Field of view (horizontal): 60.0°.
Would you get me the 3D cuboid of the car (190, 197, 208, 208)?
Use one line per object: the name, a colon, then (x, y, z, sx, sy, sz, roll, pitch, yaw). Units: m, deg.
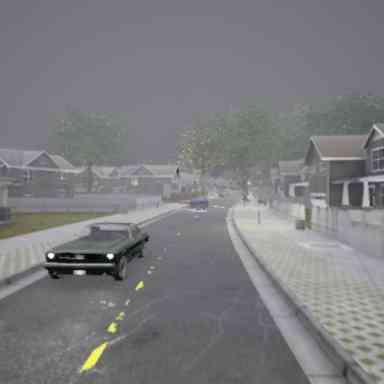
car: (1.056, 1.391, 44.812, 2.033, 1.411, 5.357, 0, 1, 9)

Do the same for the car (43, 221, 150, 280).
car: (-2.586, 1.618, 10.115, 1.895, 1.301, 4.718, 0, 0, 2)
